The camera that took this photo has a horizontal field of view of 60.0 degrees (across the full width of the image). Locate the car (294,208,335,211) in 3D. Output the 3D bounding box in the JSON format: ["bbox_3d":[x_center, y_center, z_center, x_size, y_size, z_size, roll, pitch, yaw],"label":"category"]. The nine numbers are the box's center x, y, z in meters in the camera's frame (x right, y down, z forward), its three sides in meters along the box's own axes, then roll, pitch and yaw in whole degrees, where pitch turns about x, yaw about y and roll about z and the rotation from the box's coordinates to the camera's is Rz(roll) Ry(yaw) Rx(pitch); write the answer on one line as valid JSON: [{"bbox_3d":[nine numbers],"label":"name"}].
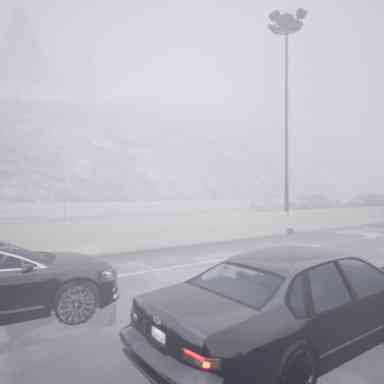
[{"bbox_3d":[11.973,1.225,34.016,5.566,2.045,2.150,0,0,-35],"label":"car"}]

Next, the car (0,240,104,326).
[{"bbox_3d":[-3.647,1.492,5.443,4.902,1.511,2.128,0,0,-35],"label":"car"}]

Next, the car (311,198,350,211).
[{"bbox_3d":[17.617,1.555,42.330,5.357,1.411,2.033,0,0,-35],"label":"car"}]

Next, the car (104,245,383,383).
[{"bbox_3d":[1.691,1.548,4.950,5.357,1.411,2.033,0,0,-36],"label":"car"}]

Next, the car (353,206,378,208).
[{"bbox_3d":[17.585,1.225,33.717,5.566,2.045,2.150,0,0,-35],"label":"car"}]
